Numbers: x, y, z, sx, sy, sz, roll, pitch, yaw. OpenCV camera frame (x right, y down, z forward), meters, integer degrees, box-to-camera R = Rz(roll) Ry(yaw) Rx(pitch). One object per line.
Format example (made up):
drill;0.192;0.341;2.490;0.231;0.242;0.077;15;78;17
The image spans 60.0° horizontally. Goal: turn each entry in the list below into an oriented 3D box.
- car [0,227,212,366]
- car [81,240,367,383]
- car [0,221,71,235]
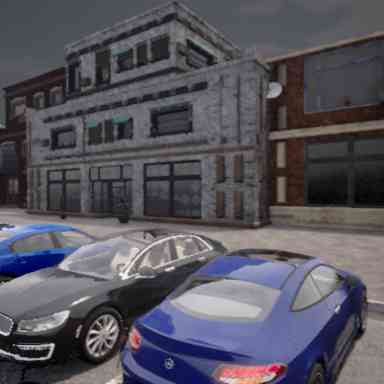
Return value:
car;-1.052;1.477;6.085;2.231;1.521;4.892;0;0;35
car;1.113;1.518;4.550;2.002;1.452;4.674;0;0;35
car;-3.332;1.474;7.675;2.097;1.535;5.008;0;0;35
